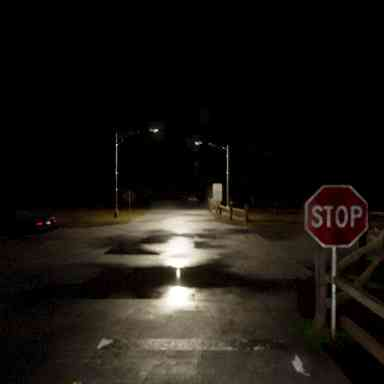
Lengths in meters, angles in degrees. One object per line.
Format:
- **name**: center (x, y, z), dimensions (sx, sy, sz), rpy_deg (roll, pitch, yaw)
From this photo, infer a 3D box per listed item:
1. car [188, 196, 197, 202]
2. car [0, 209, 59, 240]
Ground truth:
- **car**: center (0.121, 1.555, 71.604), dimensions (1.895, 1.301, 4.718), rpy_deg (0, 0, 0)
- **car**: center (-9.466, 1.541, 16.573), dimensions (5.357, 1.411, 2.033), rpy_deg (0, 1, 10)
